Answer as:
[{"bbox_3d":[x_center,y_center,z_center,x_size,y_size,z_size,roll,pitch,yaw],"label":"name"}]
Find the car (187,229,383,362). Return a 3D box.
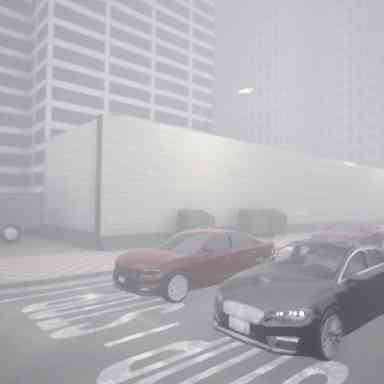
[{"bbox_3d":[2.505,1.710,6.377,4.902,1.511,2.128,2,-2,-42],"label":"car"}]

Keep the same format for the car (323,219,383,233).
[{"bbox_3d":[7.321,2.039,15.302,5.008,1.535,1.882,2,-2,-41],"label":"car"}]

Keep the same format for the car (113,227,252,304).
[{"bbox_3d":[0.299,1.755,9.098,5.008,1.535,1.882,2,-2,-42],"label":"car"}]
